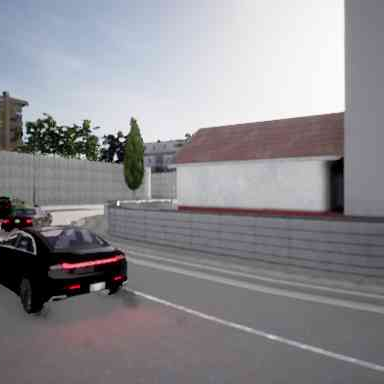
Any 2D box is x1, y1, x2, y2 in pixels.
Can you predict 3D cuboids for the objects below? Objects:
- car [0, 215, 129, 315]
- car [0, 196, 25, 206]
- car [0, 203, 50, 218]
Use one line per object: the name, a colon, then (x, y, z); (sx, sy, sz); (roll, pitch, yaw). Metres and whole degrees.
car: (-3.392, 1.532, 7.794); (2.128, 1.511, 4.902); (0, -1, -44)
car: (-15.958, 1.383, 28.805); (2.150, 2.045, 5.566); (0, 0, -15)
car: (-10.114, 1.662, 20.733); (2.033, 1.411, 5.357); (0, 0, -12)
